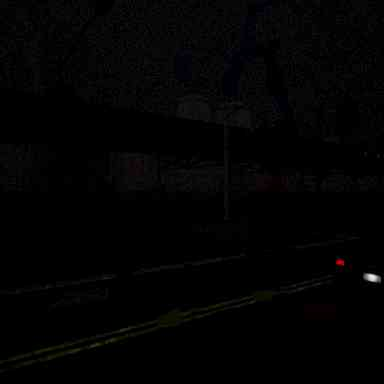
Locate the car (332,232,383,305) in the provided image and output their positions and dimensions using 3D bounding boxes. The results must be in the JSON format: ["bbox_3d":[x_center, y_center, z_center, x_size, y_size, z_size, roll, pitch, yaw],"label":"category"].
[{"bbox_3d":[4.967,1.558,7.317,4.181,1.385,1.994,0,0,-35],"label":"car"}]
